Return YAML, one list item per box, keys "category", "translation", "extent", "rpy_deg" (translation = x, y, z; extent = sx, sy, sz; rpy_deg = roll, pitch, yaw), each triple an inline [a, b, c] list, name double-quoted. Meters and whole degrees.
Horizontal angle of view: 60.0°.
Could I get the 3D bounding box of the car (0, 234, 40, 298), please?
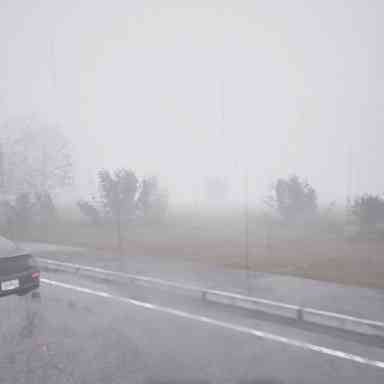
- category: "car"
  translation: [-5.247, 1.520, 7.270]
  extent: [4.674, 1.442, 1.812]
  rpy_deg: [0, 0, 32]
